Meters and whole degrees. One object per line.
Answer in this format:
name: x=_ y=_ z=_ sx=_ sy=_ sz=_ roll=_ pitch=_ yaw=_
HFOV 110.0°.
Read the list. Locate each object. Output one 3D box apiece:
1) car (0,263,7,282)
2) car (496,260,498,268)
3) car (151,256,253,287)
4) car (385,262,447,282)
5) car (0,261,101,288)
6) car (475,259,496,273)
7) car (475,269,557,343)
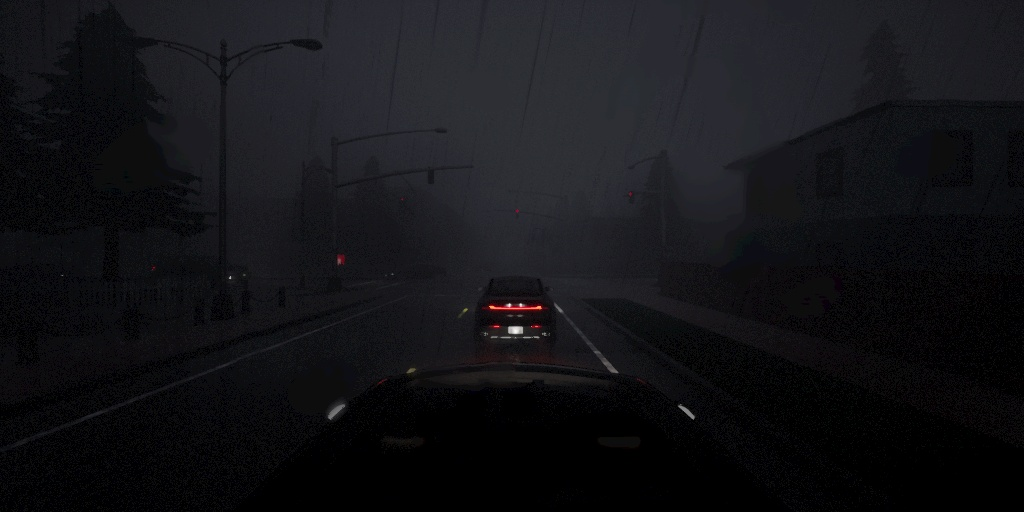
car: x=-41.914 y=1.291 z=27.119 sx=4.674 sy=1.442 sz=1.812 roll=0 pitch=0 yaw=-1
car: x=-3.432 y=1.241 z=62.217 sx=2.128 sy=1.511 sz=4.902 roll=0 pitch=0 yaw=0
car: x=-20.664 y=0.987 z=24.009 sx=5.566 sy=2.045 sz=2.150 roll=0 pitch=0 yaw=-1
car: x=-7.627 y=1.266 z=28.824 sx=4.892 sy=1.490 sz=1.837 roll=0 pitch=3 yaw=-34
car: x=-31.102 y=1.257 z=23.733 sx=4.902 sy=1.511 sz=2.128 roll=0 pitch=0 yaw=-1
car: x=-3.502 y=1.297 z=44.916 sx=2.033 sy=1.411 sz=5.357 roll=0 pitch=0 yaw=0
car: x=0.093 y=1.255 z=9.698 sx=1.837 sy=1.490 sz=4.892 roll=0 pitch=0 yaw=0
